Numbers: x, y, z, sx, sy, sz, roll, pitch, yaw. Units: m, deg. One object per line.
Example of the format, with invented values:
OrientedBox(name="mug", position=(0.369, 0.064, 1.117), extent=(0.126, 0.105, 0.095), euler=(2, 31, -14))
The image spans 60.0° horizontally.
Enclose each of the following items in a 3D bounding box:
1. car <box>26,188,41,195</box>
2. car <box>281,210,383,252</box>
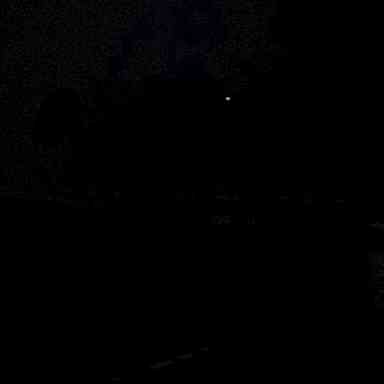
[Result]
OrientedBox(name="car", position=(-33.158, -0.031, 69.459), extent=(2.150, 2.045, 5.566), euler=(-1, 1, -36))
OrientedBox(name="car", position=(6.430, 1.511, 14.363), extent=(2.033, 1.411, 5.357), euler=(-1, 2, -36))
